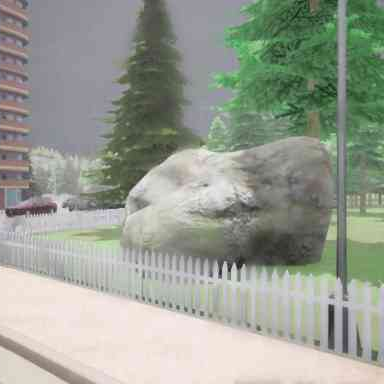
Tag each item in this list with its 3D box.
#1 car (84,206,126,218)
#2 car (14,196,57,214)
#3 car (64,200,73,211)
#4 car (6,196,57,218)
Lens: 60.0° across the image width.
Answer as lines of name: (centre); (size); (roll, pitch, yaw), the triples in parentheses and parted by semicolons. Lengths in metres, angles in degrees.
car: (-7.120, 1.166, 29.469); (2.150, 2.045, 5.566); (0, 0, 16)
car: (-16.727, 1.297, 35.864); (2.097, 1.767, 4.553); (0, 0, 8)
car: (-12.814, 1.508, 39.059); (1.994, 1.385, 4.181); (0, 0, 4)
car: (-14.466, 1.422, 30.220); (1.882, 1.535, 5.008); (0, 0, 15)
